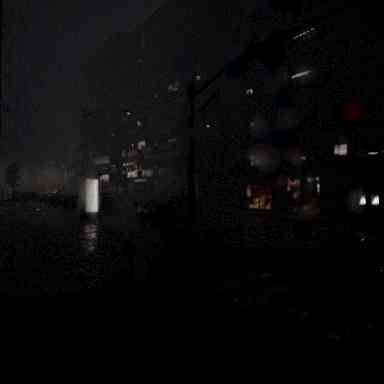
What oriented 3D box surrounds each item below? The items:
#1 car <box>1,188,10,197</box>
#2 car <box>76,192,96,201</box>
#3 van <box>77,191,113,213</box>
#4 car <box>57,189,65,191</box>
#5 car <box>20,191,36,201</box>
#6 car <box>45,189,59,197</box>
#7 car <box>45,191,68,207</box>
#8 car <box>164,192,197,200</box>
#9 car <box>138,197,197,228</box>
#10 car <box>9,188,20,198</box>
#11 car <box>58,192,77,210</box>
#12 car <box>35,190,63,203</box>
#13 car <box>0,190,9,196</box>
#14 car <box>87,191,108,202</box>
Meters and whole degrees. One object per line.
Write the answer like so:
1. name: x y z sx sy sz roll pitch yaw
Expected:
1. car: -38.240 0.279 69.940 2.008 1.369 4.403 2 0 -36
2. car: -18.149 0.709 56.591 1.947 1.339 4.313 2 0 -36
3. van: -8.260 0.860 28.789 1.690 1.788 3.998 2 0 -36
4. car: -24.909 0.490 65.873 1.752 1.417 4.829 2 0 -36
5. car: -24.915 0.519 51.651 1.967 1.590 4.097 2 0 -36
6. car: -31.468 0.232 74.880 1.967 1.590 4.097 2 0 -36
7. car: -14.926 0.887 37.934 1.887 1.381 4.507 2 0 -36
8. car: -1.490 0.897 33.729 2.192 1.841 5.009 2 0 -36
9. car: -1.605 1.239 19.645 1.887 1.381 4.507 2 0 -36
10. car: -31.579 0.448 60.796 1.887 1.381 4.507 2 0 -36
11. car: -11.596 0.975 33.362 1.887 1.381 4.507 2 0 -36
12. car: -18.157 0.783 42.369 1.752 1.417 4.829 2 0 -36
13. car: -44.901 0.118 79.084 1.947 1.339 4.313 2 0 -36
14. car: -14.815 0.671 52.019 1.967 1.590 4.097 2 0 -36
